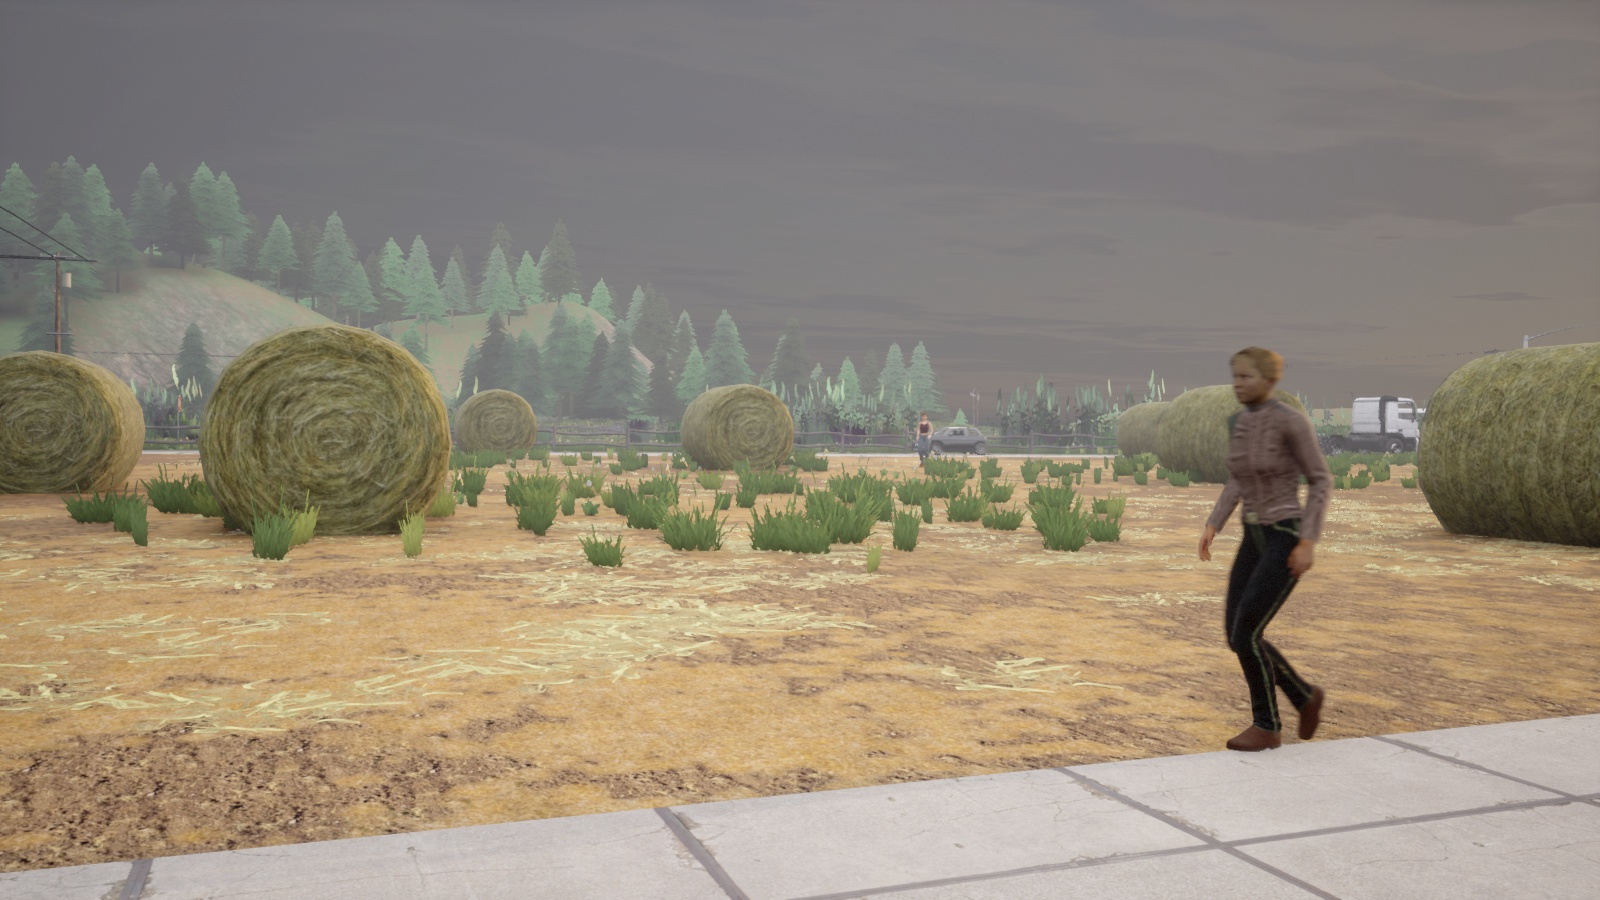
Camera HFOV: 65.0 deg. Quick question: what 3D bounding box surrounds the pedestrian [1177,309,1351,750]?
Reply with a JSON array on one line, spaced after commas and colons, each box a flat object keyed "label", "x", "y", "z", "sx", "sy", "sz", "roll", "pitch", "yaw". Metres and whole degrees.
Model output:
[{"label": "pedestrian", "x": 2.020, "y": 0.327, "z": 5.481, "sx": 0.634, "sy": 1.846, "sz": 0.331, "roll": -1, "pitch": 1, "yaw": -15}]

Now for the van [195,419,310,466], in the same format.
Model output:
[{"label": "van", "x": -24.080, "y": -0.362, "z": 55.379, "sx": 4.442, "sy": 1.987, "sz": 1.775, "roll": -1, "pitch": 1, "yaw": -17}]

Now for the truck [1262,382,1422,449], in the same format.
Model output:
[{"label": "truck", "x": 29.337, "y": -1.891, "z": 68.008, "sx": 7.936, "sy": 3.462, "sz": 2.891, "roll": -1, "pitch": 1, "yaw": -17}]

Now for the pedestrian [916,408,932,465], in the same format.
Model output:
[{"label": "pedestrian", "x": 4.083, "y": -0.446, "z": 41.412, "sx": 0.345, "sy": 1.836, "sz": 0.594, "roll": 0, "pitch": 1, "yaw": 24}]

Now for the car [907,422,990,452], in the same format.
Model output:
[{"label": "car", "x": 7.701, "y": -0.667, "z": 65.081, "sx": 3.806, "sy": 1.475, "sz": 1.970, "roll": -1, "pitch": 1, "yaw": -17}]
